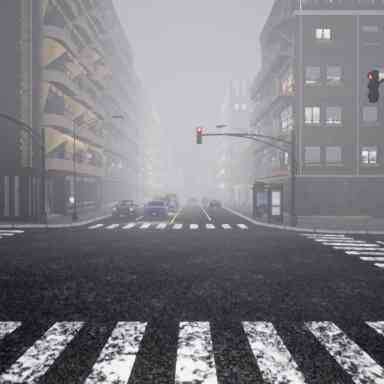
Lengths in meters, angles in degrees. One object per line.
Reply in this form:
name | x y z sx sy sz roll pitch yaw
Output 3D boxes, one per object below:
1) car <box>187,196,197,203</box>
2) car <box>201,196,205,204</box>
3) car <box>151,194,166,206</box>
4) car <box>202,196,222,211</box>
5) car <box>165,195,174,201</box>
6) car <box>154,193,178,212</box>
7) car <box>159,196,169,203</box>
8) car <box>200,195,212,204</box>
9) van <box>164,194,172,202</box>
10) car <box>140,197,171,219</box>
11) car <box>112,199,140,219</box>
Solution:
car | 0.043 1.561 69.663 1.994 1.385 4.181 0 0 0
car | 2.651 1.542 46.078 1.887 1.381 4.507 0 0 0
car | -5.740 1.312 57.354 2.192 1.841 5.009 0 0 0
car | 2.655 1.548 40.440 2.008 1.369 4.403 0 0 0
car | -5.761 1.546 85.548 2.008 1.369 4.403 0 0 0
car | -3.119 1.349 38.872 2.097 1.767 4.553 0 0 0
car | -5.748 1.522 68.462 1.752 1.417 4.829 0 0 0
car | 2.637 1.437 62.995 1.967 1.590 4.097 0 0 0
van | -5.757 1.337 79.910 1.690 1.788 3.998 0 0 0
car | -3.111 1.475 29.244 1.882 1.535 5.008 0 0 -1
car | -5.717 1.438 29.161 1.967 1.590 4.097 0 0 0
